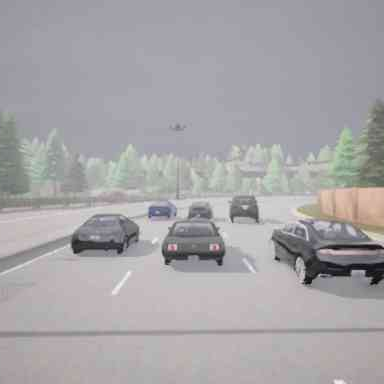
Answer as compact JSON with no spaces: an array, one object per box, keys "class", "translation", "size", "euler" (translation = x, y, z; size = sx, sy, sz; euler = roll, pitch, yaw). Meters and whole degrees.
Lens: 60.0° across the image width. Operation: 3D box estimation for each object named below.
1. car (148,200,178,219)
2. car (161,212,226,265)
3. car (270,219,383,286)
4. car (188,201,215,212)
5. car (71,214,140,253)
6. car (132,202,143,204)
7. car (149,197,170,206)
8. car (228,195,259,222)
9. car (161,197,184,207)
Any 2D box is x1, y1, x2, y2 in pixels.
[{"class":"car","translation":[-2.513,1.528,29.593],"size":[1.882,1.535,5.008],"euler":[0,0,7]},{"class":"car","translation":[0.064,1.621,11.794],"size":[1.895,1.301,4.718],"euler":[0,0,0]},{"class":"car","translation":[3.546,1.509,9.475],"size":[2.128,1.511,4.902],"euler":[0,0,0]},{"class":"car","translation":[0.812,1.554,28.043],"size":[1.837,1.490,4.892],"euler":[0,0,7]},{"class":"car","translation":[-3.414,1.587,13.773],"size":[1.994,1.385,4.181],"euler":[0,0,1]},{"class":"car","translation":[-8.909,1.649,60.010],"size":[2.033,1.411,5.357],"euler":[0,0,22]},{"class":"car","translation":[-5.685,1.662,58.507],"size":[1.994,1.385,4.181],"euler":[0,0,23]},{"class":"car","translation":[4.169,1.269,26.849],"size":[2.150,2.045,5.566],"euler":[0,0,6]},{"class":"car","translation":[-3.177,1.571,55.420],"size":[1.882,1.535,5.008],"euler":[0,0,22]}]
